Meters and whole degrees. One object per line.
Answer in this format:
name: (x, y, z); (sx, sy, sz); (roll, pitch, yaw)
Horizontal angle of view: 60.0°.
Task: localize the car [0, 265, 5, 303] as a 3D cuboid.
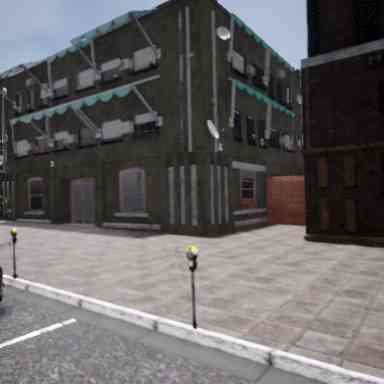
car: (-5.535, 1.644, 6.840); (4.313, 1.339, 1.947); (-1, -1, 36)
